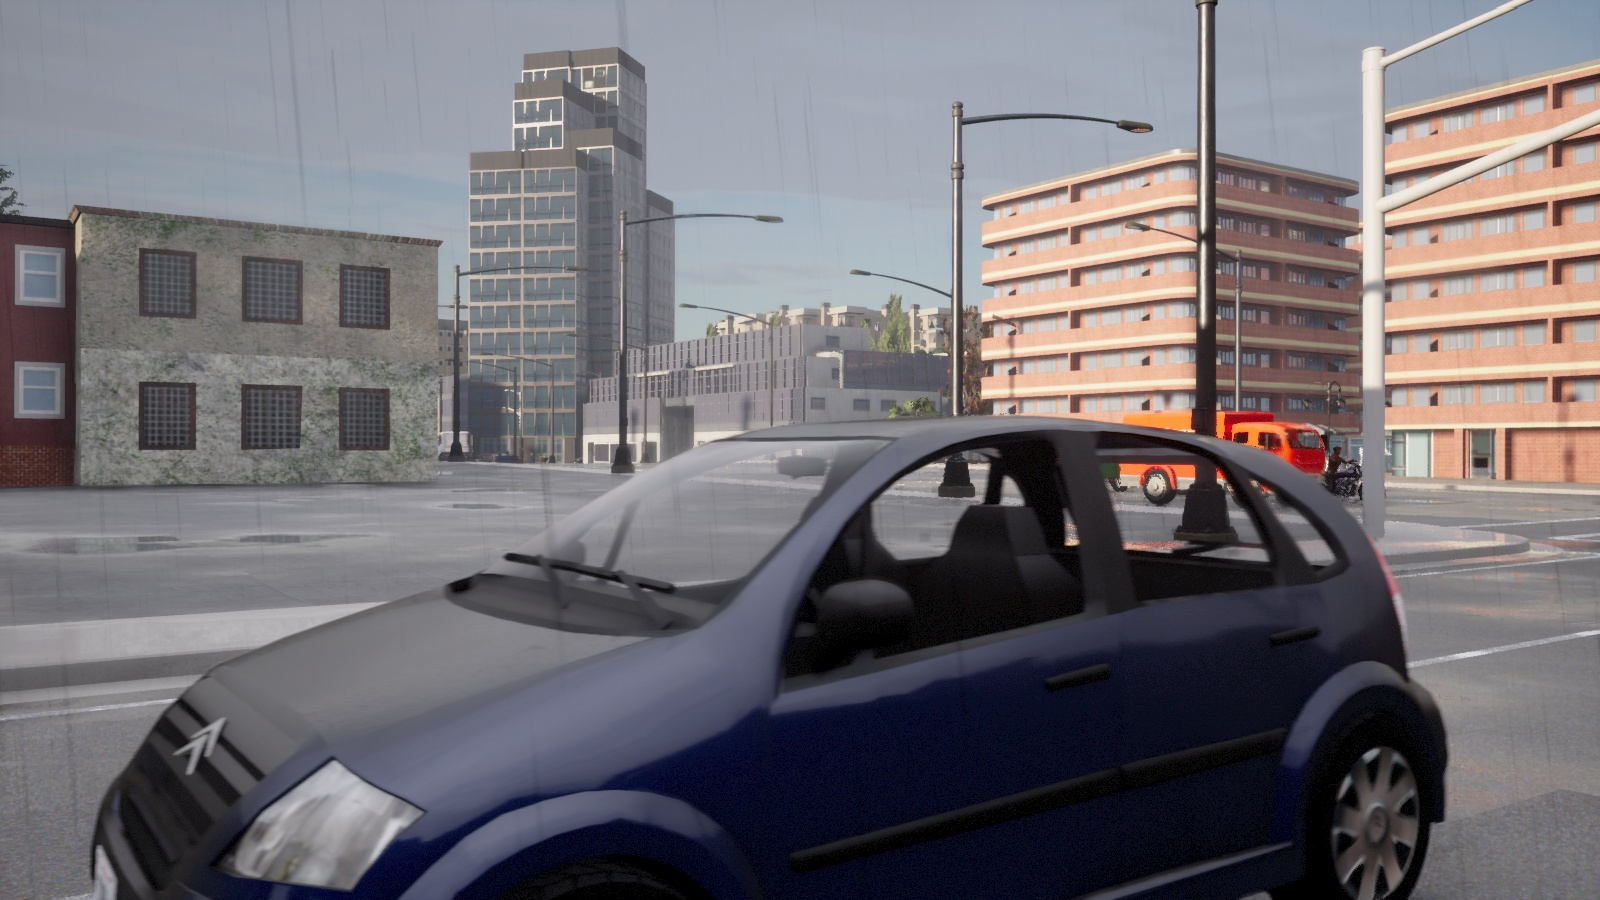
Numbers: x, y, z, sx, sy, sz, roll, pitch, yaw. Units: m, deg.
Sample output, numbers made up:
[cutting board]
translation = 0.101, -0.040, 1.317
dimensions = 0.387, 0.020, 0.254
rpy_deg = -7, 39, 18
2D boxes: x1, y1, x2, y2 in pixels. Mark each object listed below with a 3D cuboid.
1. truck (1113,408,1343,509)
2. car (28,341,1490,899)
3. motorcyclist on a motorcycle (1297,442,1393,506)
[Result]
[truck]
translation = 11.229, 0.181, 33.324
dimensions = 2.627, 2.467, 5.204
rpy_deg = 0, 1, -34
[car]
translation = 0.103, 0.652, 3.741
dimensions = 3.988, 1.617, 1.851
rpy_deg = 0, 0, -35
[motorcyclist on a motorcycle]
translation = 14.804, 0.625, 34.177
dimensions = 0.766, 1.649, 2.350
rpy_deg = 0, 1, -35
